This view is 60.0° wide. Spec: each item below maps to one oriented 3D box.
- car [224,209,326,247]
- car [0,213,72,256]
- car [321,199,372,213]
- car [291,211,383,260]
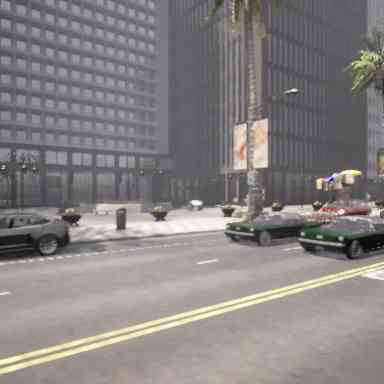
[{"bbox_3d":[3.733,1.590,15.119,4.718,1.301,1.895,0,0,-35],"label":"car"},{"bbox_3d":[-6.730,1.512,11.585,4.786,1.482,2.161,0,0,-36],"label":"car"},{"bbox_3d":[11.170,1.334,24.257,4.553,1.767,2.185,0,0,-36],"label":"car"},{"bbox_3d":[6.132,1.590,12.524,4.718,1.301,1.895,0,0,-35],"label":"car"}]
